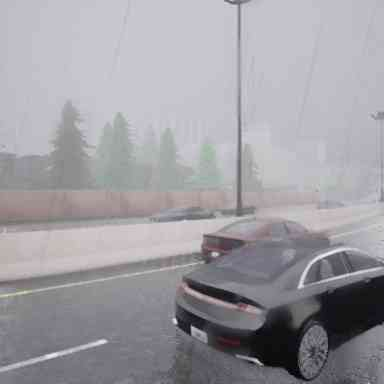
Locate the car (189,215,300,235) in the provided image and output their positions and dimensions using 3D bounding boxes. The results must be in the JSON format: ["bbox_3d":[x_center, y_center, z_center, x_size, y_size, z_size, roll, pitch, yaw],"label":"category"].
[{"bbox_3d":[2.513,1.529,10.487,5.008,1.535,1.882,0,0,-40],"label":"car"}]

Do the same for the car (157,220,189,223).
[{"bbox_3d":[-0.565,1.620,22.034,4.892,1.490,1.837,1,0,-44],"label":"car"}]

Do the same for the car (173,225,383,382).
[{"bbox_3d":[1.993,1.519,5.534,4.902,1.511,2.128,0,0,-38],"label":"car"}]

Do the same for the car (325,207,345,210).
[{"bbox_3d":[14.147,1.647,33.638,2.128,1.511,4.902,0,0,37],"label":"car"}]
